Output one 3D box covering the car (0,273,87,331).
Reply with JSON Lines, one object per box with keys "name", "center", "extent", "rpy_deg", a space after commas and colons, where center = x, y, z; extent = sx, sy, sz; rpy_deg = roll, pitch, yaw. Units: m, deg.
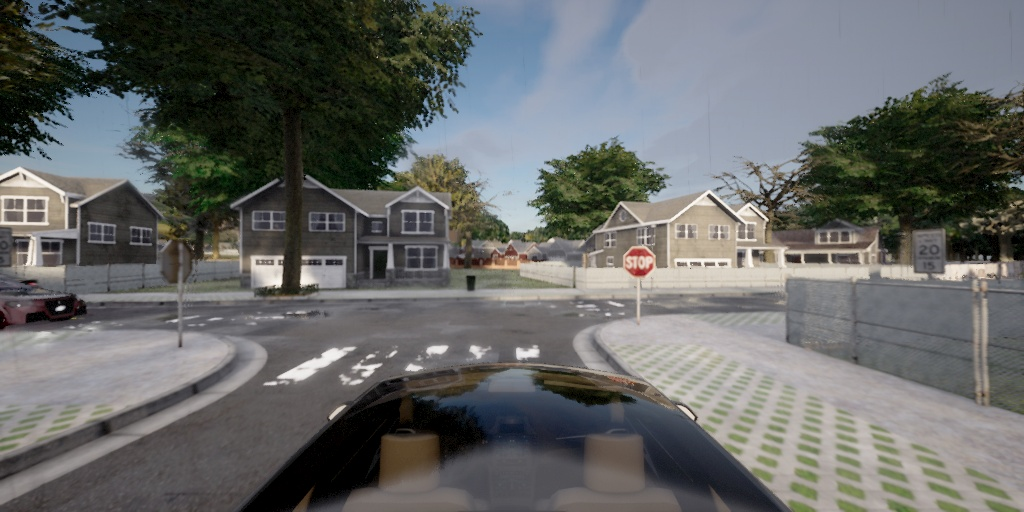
{"name": "car", "center": [-14.749, 1.287, 9.776], "extent": [4.181, 1.385, 1.994], "rpy_deg": [0, -1, -11]}
